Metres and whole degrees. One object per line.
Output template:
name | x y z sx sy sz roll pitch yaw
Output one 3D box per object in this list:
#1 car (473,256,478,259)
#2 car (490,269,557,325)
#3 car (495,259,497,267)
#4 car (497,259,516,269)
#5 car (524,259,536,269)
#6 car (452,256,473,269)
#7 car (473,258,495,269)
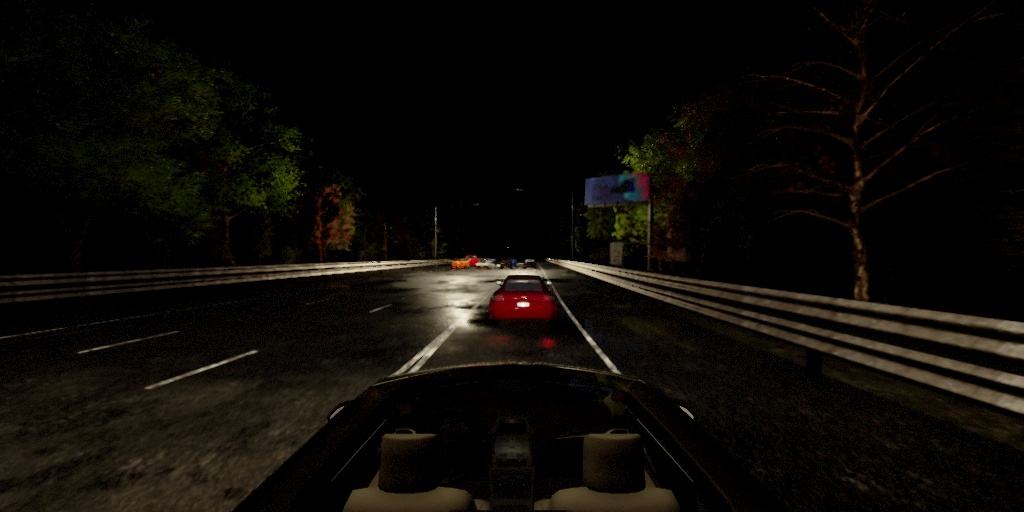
car | -7.152 0.948 64.857 2.150 2.045 5.566 0 0 3
car | 0.392 1.311 11.900 1.994 1.385 4.181 0 0 2
car | -3.660 1.221 64.617 2.128 1.511 4.902 0 0 3
car | -0.792 1.235 54.004 1.837 1.490 4.892 0 0 3
car | 2.700 1.230 53.794 2.128 1.511 4.902 0 0 3
car | -7.757 1.067 54.810 2.097 1.767 4.553 0 0 3
car | -4.259 1.323 54.660 1.895 1.301 4.718 0 0 3
